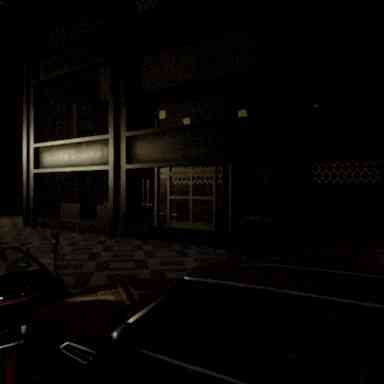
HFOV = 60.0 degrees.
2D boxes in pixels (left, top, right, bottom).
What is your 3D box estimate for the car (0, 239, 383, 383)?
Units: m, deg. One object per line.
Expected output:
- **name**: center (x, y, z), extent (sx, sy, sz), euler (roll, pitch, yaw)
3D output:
- **car**: center (0.763, 1.312, 2.413), extent (5.009, 1.841, 2.192), euler (0, 0, 34)
